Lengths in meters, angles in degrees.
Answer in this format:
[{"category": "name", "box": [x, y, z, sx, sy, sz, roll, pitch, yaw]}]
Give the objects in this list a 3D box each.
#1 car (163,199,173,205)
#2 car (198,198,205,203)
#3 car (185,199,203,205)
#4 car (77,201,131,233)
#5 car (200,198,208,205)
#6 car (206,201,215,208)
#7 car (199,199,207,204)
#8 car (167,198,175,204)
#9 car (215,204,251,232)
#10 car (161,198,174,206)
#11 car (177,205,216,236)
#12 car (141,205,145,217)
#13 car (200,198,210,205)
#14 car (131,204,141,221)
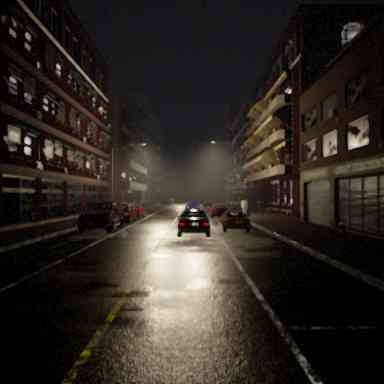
[{"category": "car", "box": [-5.677, 2.271, 77.731, 2.008, 1.369, 4.403, 0, -1, 0]}, {"category": "car", "box": [2.707, 2.457, 94.633, 1.802, 1.307, 4.206, 0, -1, 0]}, {"category": "car", "box": [0.108, 1.913, 41.454, 1.812, 1.442, 4.674, 0, -1, 0]}, {"category": "car", "box": [-5.684, 1.516, 21.374, 2.192, 1.841, 5.009, 0, -1, 0]}, {"category": "car", "box": [2.705, 2.247, 77.896, 1.752, 1.417, 4.829, 0, -1, 0]}, {"category": "car", "box": [2.697, 1.851, 32.638, 1.887, 1.381, 4.507, 0, -1, 0]}, {"category": "car", "box": [2.705, 2.338, 83.361, 1.947, 1.339, 4.313, 0, -1, 0]}, {"category": "car", "box": [-5.675, 2.368, 89.003, 1.887, 1.381, 4.507, 0, -1, 0]}, {"category": "car", "box": [2.695, 1.728, 21.536, 1.752, 1.417, 4.829, 0, -1, 0]}, {"category": "car", "box": [-5.677, 2.219, 72.094, 2.008, 1.369, 4.403, 0, -1, 0]}, {"category": "car", "box": [0.101, 1.732, 19.589, 2.033, 1.411, 5.357, 0, -1, 0]}, {"category": "car", "box": [-5.683, 1.850, 32.644, 1.887, 1.381, 4.507, 0, -1, 0]}, {"category": "car", "box": [2.701, 2.065, 55.181, 2.008, 1.369, 4.403, 0, -1, 0]}, {"category": "car", "box": [-5.684, 1.693, 27.008, 1.967, 1.590, 4.097, 0, -1, 0]}]
